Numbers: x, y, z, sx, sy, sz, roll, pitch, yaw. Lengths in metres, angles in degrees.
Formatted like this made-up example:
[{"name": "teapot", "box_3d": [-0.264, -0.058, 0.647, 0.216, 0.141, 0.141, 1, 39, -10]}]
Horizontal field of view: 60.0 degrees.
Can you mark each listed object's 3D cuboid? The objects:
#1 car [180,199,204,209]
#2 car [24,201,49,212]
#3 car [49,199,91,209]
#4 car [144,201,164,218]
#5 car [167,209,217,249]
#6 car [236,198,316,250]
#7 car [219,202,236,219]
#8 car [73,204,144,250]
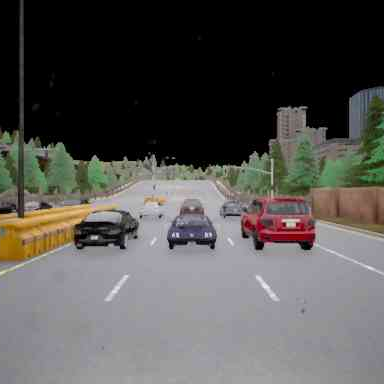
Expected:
[{"name": "car", "box_3d": [0.000, 1.364, 29.375, 2.097, 1.767, 4.553, 0, 0, 0]}, {"name": "car", "box_3d": [-14.000, 1.558, 29.648, 1.812, 1.442, 4.674, 0, 0, 0]}, {"name": "car", "box_3d": [-10.500, 1.402, 29.678, 2.097, 1.767, 4.553, 0, 0, 0]}, {"name": "car", "box_3d": [-3.500, 1.531, 29.405, 1.812, 1.442, 4.674, 0, 0, 0]}, {"name": "car", "box_3d": [0.000, 1.614, 14.435, 1.895, 1.301, 4.718, 0, 0, 0]}, {"name": "car", "box_3d": [3.500, 1.256, 14.435, 2.150, 2.045, 5.566, 0, 0, 0]}, {"name": "car", "box_3d": [3.500, 1.561, 29.405, 2.033, 1.411, 5.357, 0, 0, 0]}, {"name": "car", "box_3d": [-3.500, 1.483, 14.405, 1.882, 1.535, 5.008, 0, 0, 0]}]
